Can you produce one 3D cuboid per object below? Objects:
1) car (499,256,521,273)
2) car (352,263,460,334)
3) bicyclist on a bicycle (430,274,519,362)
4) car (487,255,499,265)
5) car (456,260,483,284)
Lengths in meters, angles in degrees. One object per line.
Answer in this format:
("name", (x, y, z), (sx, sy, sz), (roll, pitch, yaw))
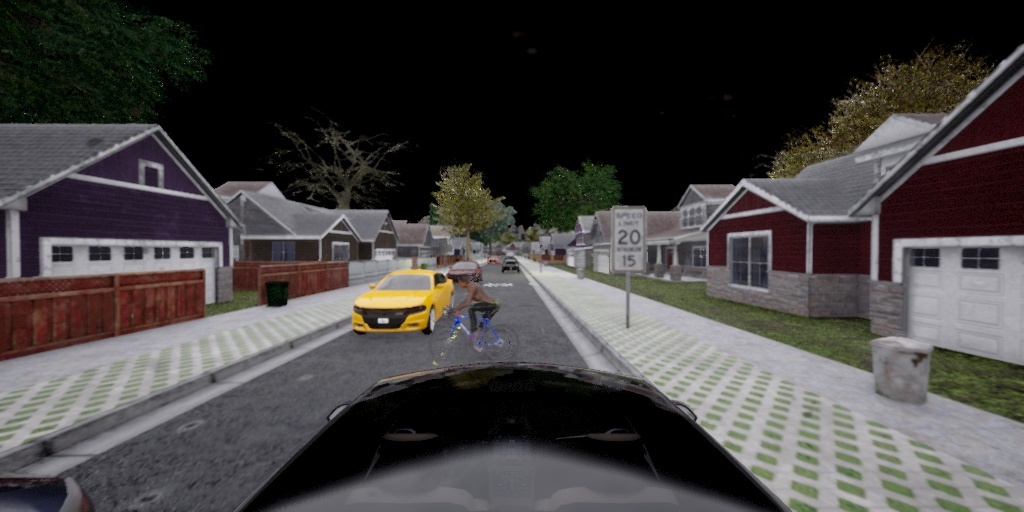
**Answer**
("car", (-0.128, 0.937, 37.446), (1.837, 1.490, 4.892), (0, 1, 0))
("car", (-2.899, 1.152, 10.510), (1.882, 1.535, 5.008), (0, 0, 0))
("bicyclist on a bicycle", (-0.702, 1.153, 6.598), (1.656, 1.620, 0.582), (-1, 1, 0))
("car", (-3.198, 0.545, 62.348), (2.097, 1.767, 4.553), (0, 1, 0))
("car", (-2.969, 1.038, 23.353), (1.882, 1.535, 5.008), (0, 1, 0))
